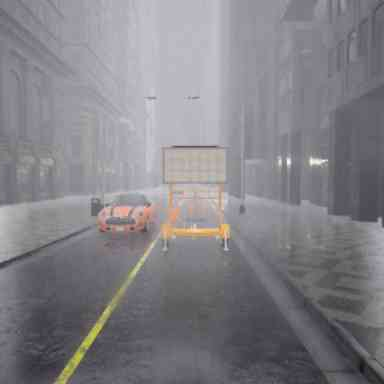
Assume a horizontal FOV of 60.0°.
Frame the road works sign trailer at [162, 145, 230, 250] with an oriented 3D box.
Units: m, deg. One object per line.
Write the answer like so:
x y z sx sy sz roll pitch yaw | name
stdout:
0.127 0.088 12.328 2.380 3.560 2.880 0 2 0 | road works sign trailer

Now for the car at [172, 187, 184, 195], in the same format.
-2.505 -0.219 59.189 1.812 1.442 4.674 0 2 1 | car

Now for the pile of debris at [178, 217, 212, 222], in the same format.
0.174 1.583 19.367 1.860 0.140 1.500 0 2 1 | pile of debris

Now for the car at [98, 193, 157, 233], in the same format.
-2.956 0.867 15.987 2.097 1.767 4.553 0 2 1 | car
